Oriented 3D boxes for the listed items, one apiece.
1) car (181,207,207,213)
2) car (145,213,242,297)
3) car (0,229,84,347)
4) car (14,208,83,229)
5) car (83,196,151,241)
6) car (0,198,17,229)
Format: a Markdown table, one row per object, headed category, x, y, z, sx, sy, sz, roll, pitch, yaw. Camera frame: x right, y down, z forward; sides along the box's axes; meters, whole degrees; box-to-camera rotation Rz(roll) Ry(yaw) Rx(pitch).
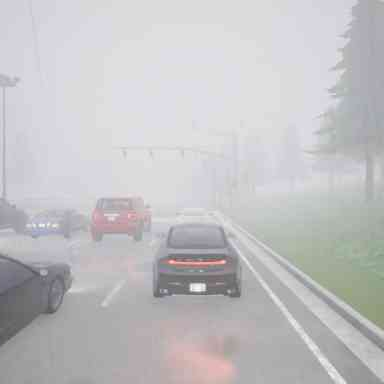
| category | x | y | z | sx | sy | sz | roll | pitch | yaw |
| --- | --- | --- | --- | --- | --- | --- | --- | --- | --- |
| car | 0.111 | 1.524 | 17.598 | 1.812 | 1.442 | 4.674 | 0 | 0 | 0 |
| car | 0.106 | 1.504 | 8.521 | 1.837 | 1.490 | 4.892 | 0 | 0 | 0 |
| car | -3.399 | 1.547 | 4.505 | 2.033 | 1.411 | 5.357 | 0 | 0 | 0 |
| car | -6.856 | 1.546 | 17.448 | 2.033 | 1.411 | 5.357 | 0 | 0 | -2 |
| car | -3.388 | 1.220 | 16.715 | 2.150 | 2.045 | 5.566 | 0 | 0 | 0 |
| car | -10.390 | 1.220 | 16.558 | 2.150 | 2.045 | 5.566 | 0 | 0 | 0 |
